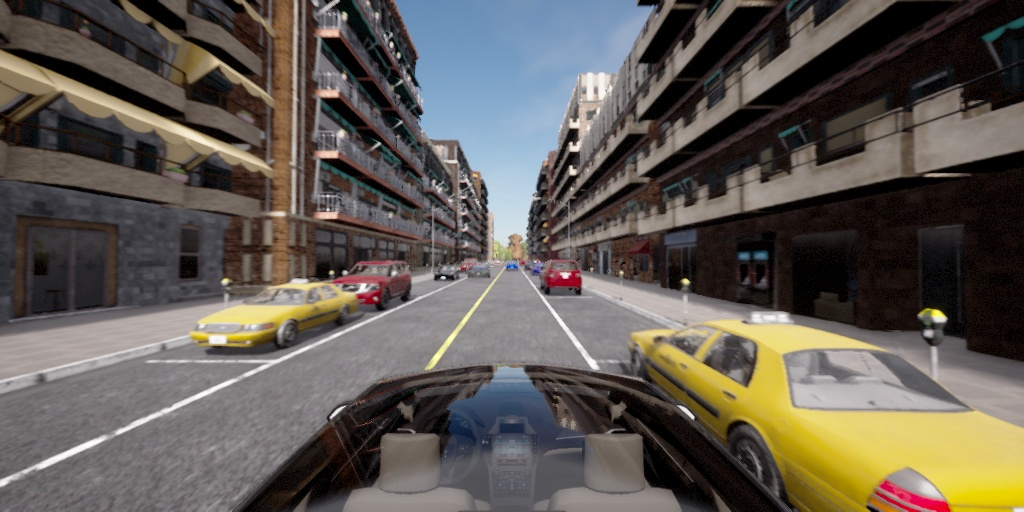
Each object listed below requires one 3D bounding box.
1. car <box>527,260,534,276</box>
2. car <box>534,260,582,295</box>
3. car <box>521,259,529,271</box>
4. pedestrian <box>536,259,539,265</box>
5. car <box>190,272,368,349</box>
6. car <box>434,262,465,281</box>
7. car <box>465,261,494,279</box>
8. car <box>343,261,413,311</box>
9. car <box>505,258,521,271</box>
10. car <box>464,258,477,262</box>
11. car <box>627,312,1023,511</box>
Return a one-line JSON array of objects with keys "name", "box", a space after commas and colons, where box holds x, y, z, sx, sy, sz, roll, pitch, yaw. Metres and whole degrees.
[{"name": "car", "box": [3.026, 1.435, 40.005, 1.812, 1.442, 4.674, 0, 0, 0]}, {"name": "car", "box": [2.704, 1.141, 20.596, 2.192, 1.841, 5.009, 0, 0, 0]}, {"name": "car", "box": [2.727, 1.535, 54.003, 1.948, 1.339, 4.313, 0, 0, 0]}, {"name": "pedestrian", "box": [3.028, 1.215, 42.855, 0.375, 1.860, 0.375, 1, -1, -3]}, {"name": "car", "box": [-5.685, 1.307, 9.330, 1.751, 1.417, 4.829, 0, 0, 0]}, {"name": "car", "box": [-5.669, 1.440, 31.771, 1.948, 1.339, 4.313, 0, 0, 0]}, {"name": "car", "box": [-3.064, 1.451, 34.581, 1.994, 1.385, 4.181, 0, 0, 0]}, {"name": "car", "box": [-5.681, 1.119, 15.067, 2.192, 1.841, 5.009, 0, 0, 0]}, {"name": "car", "box": [0.038, 1.447, 54.003, 1.882, 1.535, 5.008, 0, 0, 0]}, {"name": "car", "box": [-5.658, 1.260, 48.474, 2.192, 1.841, 5.009, 0, 0, 0]}, {"name": "car", "box": [2.693, 1.284, 4.063, 1.751, 1.417, 4.829, 0, 0, 0]}]
